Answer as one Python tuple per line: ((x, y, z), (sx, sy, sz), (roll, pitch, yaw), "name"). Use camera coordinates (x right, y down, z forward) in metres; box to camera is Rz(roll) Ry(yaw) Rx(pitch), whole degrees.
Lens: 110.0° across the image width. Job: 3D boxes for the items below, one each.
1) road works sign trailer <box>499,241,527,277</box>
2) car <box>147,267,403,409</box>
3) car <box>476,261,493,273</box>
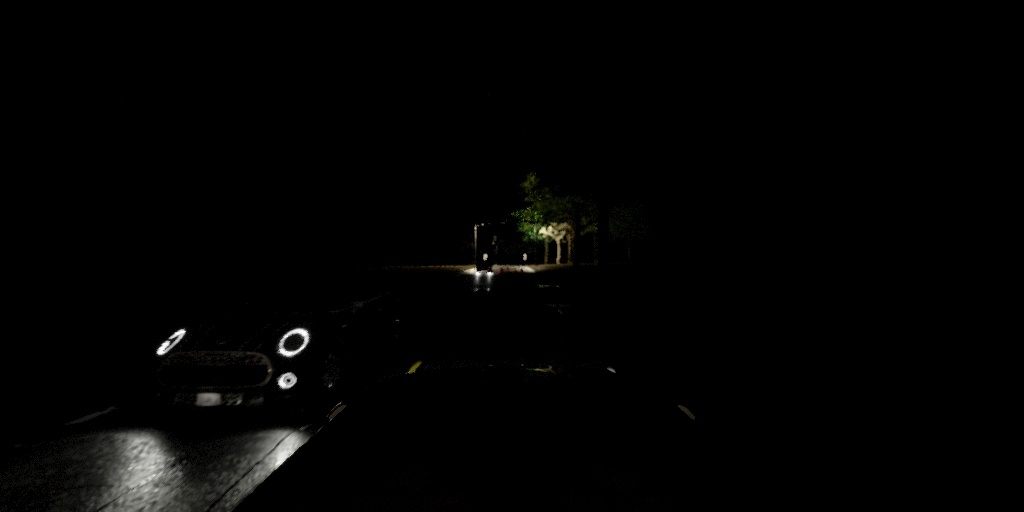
((-0.005, 0.300, 36.630), (2.380, 3.560, 2.880), (0, 0, -1), "road works sign trailer")
((-3.600, 1.112, 6.499), (2.097, 1.767, 4.553), (0, 0, 0), "car")
((-3.584, 1.373, 46.971), (1.837, 1.490, 4.892), (0, 0, 0), "car")
